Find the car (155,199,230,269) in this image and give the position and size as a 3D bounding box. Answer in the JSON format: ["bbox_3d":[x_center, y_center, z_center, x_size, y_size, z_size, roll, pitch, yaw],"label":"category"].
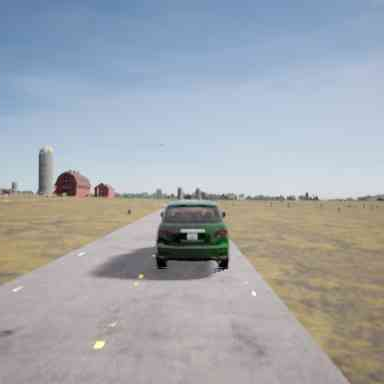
[{"bbox_3d":[0.036,1.284,11.545,2.150,2.045,5.566,0,0,1],"label":"car"}]

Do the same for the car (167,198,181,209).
[{"bbox_3d":[-2.805,1.803,53.335,1.882,1.535,5.008,0,-1,0],"label":"car"}]

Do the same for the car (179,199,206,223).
[{"bbox_3d":[0.044,1.515,27.676,2.097,1.767,4.553,0,0,0],"label":"car"}]
